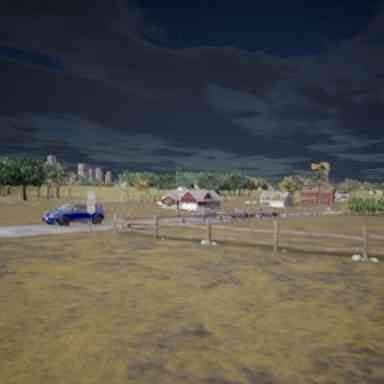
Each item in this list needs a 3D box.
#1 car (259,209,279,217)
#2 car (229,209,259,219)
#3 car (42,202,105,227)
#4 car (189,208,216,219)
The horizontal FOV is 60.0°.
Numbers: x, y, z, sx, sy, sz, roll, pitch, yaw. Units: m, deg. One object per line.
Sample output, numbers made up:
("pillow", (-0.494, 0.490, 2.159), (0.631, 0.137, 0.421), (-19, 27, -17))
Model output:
("car", (13.243, 3.637, 57.610), (2.033, 1.411, 5.357), (1, -2, 36))
("car", (7.518, 3.270, 49.511), (2.033, 1.411, 5.357), (1, -2, 36))
("car", (-10.332, 1.929, 29.519), (2.150, 2.045, 5.566), (1, -2, 36))
("car", (1.511, 2.951, 46.061), (2.128, 1.511, 4.902), (1, -2, 36))
